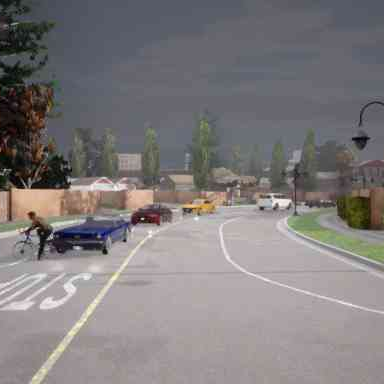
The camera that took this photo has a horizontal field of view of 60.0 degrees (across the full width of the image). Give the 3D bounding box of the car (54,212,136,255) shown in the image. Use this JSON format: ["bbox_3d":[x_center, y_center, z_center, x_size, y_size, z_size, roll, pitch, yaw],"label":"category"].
[{"bbox_3d":[-3.826,1.603,13.553,1.895,1.301,4.718,0,0,2],"label":"car"}]

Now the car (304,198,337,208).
[{"bbox_3d":[18.395,1.547,47.124,5.357,1.411,2.033,0,0,-28],"label":"car"}]

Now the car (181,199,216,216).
[{"bbox_3d":[0.721,1.482,33.394,1.882,1.535,5.008,0,0,28],"label":"car"}]

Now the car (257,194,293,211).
[{"bbox_3d":[10.121,1.203,40.422,2.150,2.045,5.566,0,0,43],"label":"car"}]

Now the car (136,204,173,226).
[{"bbox_3d":[-2.746,1.569,23.537,1.994,1.385,4.181,0,0,14],"label":"car"}]

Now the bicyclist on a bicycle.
[{"bbox_3d":[-5.038,1.456,10.828,1.656,1.620,0.582,-1,0,-2],"label":"bicyclist on a bicycle"}]
